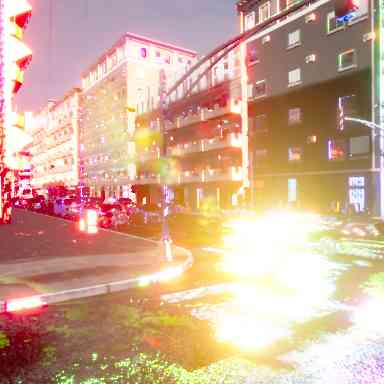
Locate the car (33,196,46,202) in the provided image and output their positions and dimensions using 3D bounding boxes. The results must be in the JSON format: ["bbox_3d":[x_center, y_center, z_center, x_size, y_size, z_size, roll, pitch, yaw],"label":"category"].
[{"bbox_3d":[-37.939,1.727,82.703,1.887,1.381,4.507,-1,1,-36],"label":"car"}]

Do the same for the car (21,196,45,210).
[{"bbox_3d":[-22.097,1.627,46.370,1.967,1.590,4.097,-1,1,-36],"label":"car"}]

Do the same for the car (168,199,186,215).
[{"bbox_3d":[-2.359,1.441,33.305,1.967,1.590,4.097,-1,1,-36],"label":"car"}]

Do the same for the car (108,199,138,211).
[{"bbox_3d":[-8.827,1.581,42.287,2.008,1.369,4.403,-1,1,-36],"label":"car"}]

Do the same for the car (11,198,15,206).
[{"bbox_3d":[-31.800,1.782,59.843,1.887,1.381,4.507,-1,1,-36],"label":"car"}]

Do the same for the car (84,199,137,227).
[{"bbox_3d":[-5.924,1.552,23.919,1.967,1.590,4.097,-1,1,-36],"label":"car"}]

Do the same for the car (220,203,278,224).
[{"bbox_3d":[4.012,1.498,24.464,1.752,1.417,4.829,-1,1,-36],"label":"car"}]

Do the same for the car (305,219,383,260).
[{"bbox_3d":[6.382,1.632,11.270,1.895,1.301,4.718,-1,0,-36],"label":"car"}]

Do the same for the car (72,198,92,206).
[{"bbox_3d":[-18.531,1.643,55.759,1.947,1.339,4.313,-1,1,-36],"label":"car"}]

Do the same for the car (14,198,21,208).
[{"bbox_3d":[-25.330,1.769,50.862,1.947,1.339,4.313,-1,1,-36],"label":"car"}]

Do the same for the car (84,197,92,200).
[{"bbox_3d":[-14.231,1.613,39.914,2.128,1.511,4.902,-1,0,-36],"label":"car"}]

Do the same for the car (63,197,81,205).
[{"bbox_3d":[-21.766,1.645,60.250,2.008,1.369,4.403,-1,1,-36],"label":"car"}]

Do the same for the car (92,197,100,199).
[{"bbox_3d":[-15.298,1.501,51.267,1.967,1.590,4.097,-1,1,-36],"label":"car"}]

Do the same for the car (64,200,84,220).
[{"bbox_3d":[-9.058,1.652,28.271,1.752,1.417,4.829,-1,1,-36],"label":"car"}]

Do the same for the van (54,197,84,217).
[{"bbox_3d":[-12.394,1.482,32.898,1.690,1.788,3.998,-1,1,-36],"label":"van"}]

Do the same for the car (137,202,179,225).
[{"bbox_3d":[-3.476,1.619,24.952,2.033,1.411,5.357,-1,0,-36],"label":"car"}]
